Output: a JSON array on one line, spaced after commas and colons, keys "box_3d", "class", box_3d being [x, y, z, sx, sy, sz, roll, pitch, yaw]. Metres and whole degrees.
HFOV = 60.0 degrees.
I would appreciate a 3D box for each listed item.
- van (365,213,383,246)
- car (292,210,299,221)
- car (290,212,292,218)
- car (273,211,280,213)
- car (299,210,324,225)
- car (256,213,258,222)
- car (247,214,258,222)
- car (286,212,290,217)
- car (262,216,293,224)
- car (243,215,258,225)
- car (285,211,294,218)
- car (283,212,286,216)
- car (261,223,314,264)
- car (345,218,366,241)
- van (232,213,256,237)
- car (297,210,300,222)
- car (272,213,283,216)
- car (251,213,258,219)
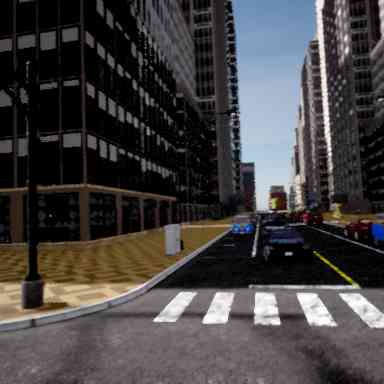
[{"box_3d": [10.620, 1.966, 17.087, 1.690, 1.788, 3.998, -3, -3, 12], "class": "van"}, {"box_3d": [18.352, 3.919, 55.030, 2.192, 1.841, 5.009, -3, -3, 12], "class": "car"}, {"box_3d": [19.482, 4.450, 60.432, 1.947, 1.339, 4.313, -3, -3, 12], "class": "car"}, {"box_3d": [21.887, 5.808, 85.349, 2.128, 1.511, 4.902, -3, -4, 12], "class": "car"}, {"box_3d": [16.111, 3.356, 44.194, 2.192, 1.841, 5.009, -3, -3, 12], "class": "car"}, {"box_3d": [7.920, 4.041, 45.852, 1.947, 1.339, 4.313, -3, -3, 12], "class": "car"}, {"box_3d": [11.283, 4.901, 62.104, 1.802, 1.307, 4.206, -3, -3, 12], "class": "car"}, {"box_3d": [20.594, 4.481, 65.864, 2.192, 1.841, 5.009, -3, -3, 12], "class": "car"}, {"box_3d": [6.151, 2.785, 24.549, 1.812, 1.442, 4.674, -3, -3, 11], "class": "car"}, {"box_3d": [9.040, 4.307, 51.270, 2.008, 1.369, 4.403, -3, -3, 12], "class": "car"}, {"box_3d": [23.998, 5.543, 82.270, 1.752, 1.417, 4.829, -3, -3, 12], "class": "car"}, {"box_3d": [22.844, 5.279, 76.685, 2.008, 1.369, 4.403, -3, -3, 12], "class": "car"}, {"box_3d": [4.154, 2.320, 14.903, 1.994, 1.385, 4.181, -3, -3, 12], "class": "car"}, {"box_3d": [11.659, 2.456, 22.509, 1.887, 1.381, 4.507, -3, -3, 12], "class": "car"}, {"box_3d": [4.549, 2.971, 29.614, 1.690, 1.788, 3.998, -3, -3, 12], "class": "van"}, {"box_3d": [17.240, 3.866, 49.598, 1.887, 1.381, 4.507, -3, -3, 12], "class": "car"}, {"box_3d": [9.163, 3.558, 39.013, 2.033, 1.411, 5.357, -3, -4, 12], "class": "car"}, {"box_3d": [15.766, 6.026, 83.774, 1.802, 1.307, 4.206, -3, -3, 12], "class": "car"}]
